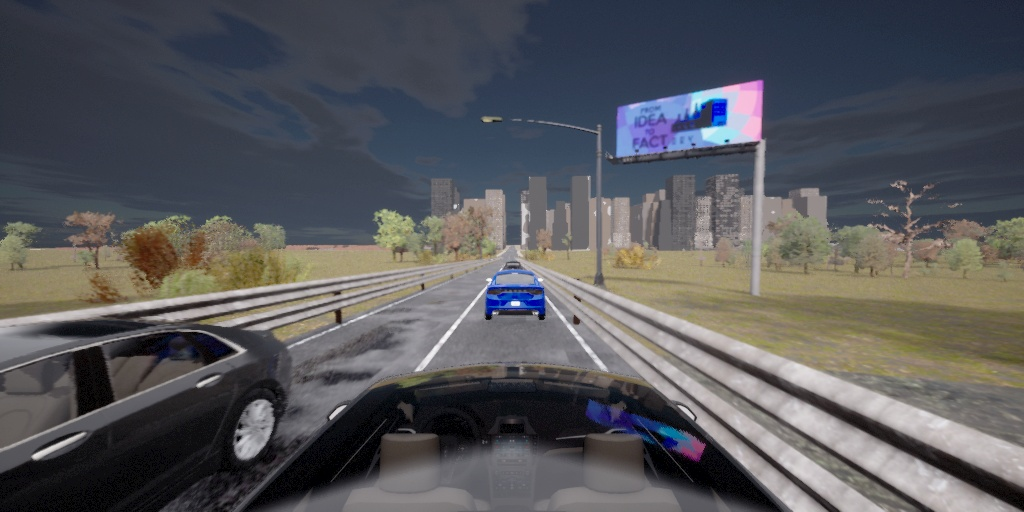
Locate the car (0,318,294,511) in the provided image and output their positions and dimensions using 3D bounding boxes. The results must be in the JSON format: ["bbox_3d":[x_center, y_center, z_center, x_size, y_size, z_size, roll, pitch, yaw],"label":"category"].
[{"bbox_3d":[-3.348,1.255,2.024,1.837,1.490,4.892,0,0,0],"label":"car"}]

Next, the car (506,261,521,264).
[{"bbox_3d":[0.098,1.244,33.146,1.837,1.490,4.892,0,0,0],"label":"car"}]

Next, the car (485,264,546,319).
[{"bbox_3d":[0.101,1.224,12.804,1.882,1.535,5.008,0,0,0],"label":"car"}]
